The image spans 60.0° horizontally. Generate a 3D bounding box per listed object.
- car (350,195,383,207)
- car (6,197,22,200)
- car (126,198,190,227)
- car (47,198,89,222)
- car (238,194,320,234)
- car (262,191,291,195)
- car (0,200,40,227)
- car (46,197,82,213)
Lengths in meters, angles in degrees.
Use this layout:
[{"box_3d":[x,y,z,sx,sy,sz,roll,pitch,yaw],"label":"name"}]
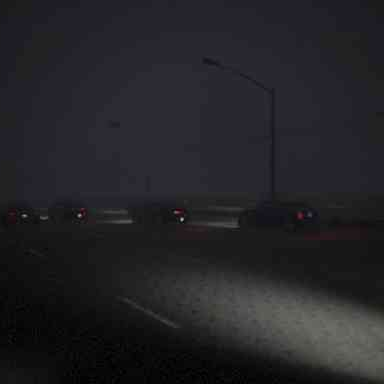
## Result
[{"box_3d":[22.867,1.146,43.076,5.008,1.535,1.882,-1,1,-15],"label":"car"},{"box_3d":[-20.745,1.324,38.707,1.812,1.442,4.674,0,0,-40],"label":"car"},{"box_3d":[-2.134,1.369,21.644,1.837,1.490,4.892,0,0,-39],"label":"car"},{"box_3d":[-9.327,1.365,24.867,1.837,1.490,4.892,0,0,-39],"label":"car"},{"box_3d":[4.732,1.219,18.805,2.097,1.767,4.553,0,1,-40],"label":"car"},{"box_3d":[9.349,0.934,39.871,5.566,2.045,2.150,-1,1,-11],"label":"car"},{"box_3d":[-11.624,1.447,22.154,1.994,1.385,4.181,0,0,-39],"label":"car"},{"box_3d":[-13.882,1.348,35.903,2.033,1.411,5.357,0,0,-39],"label":"car"}]
